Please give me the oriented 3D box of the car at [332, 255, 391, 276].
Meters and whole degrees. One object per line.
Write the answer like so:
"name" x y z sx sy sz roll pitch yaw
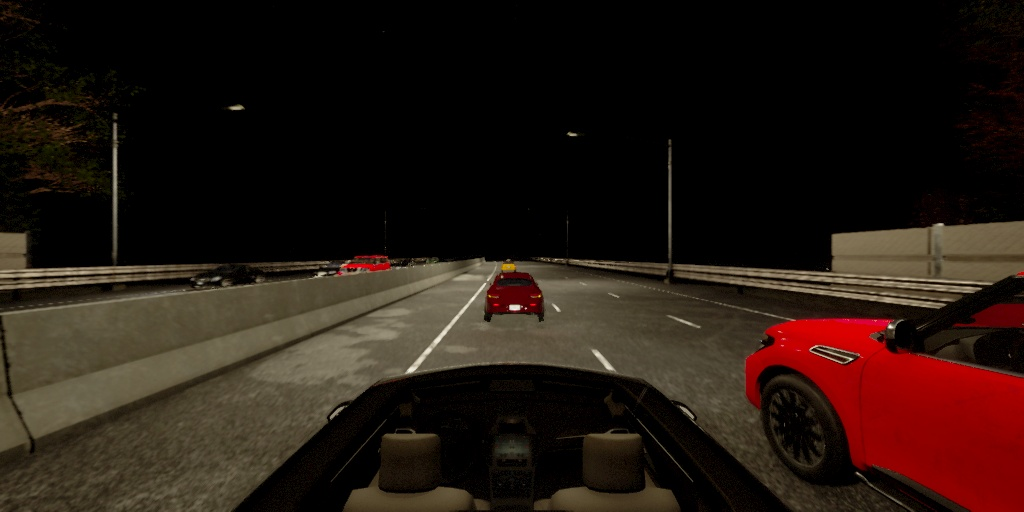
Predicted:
"car" -10.785 0.970 26.750 2.150 2.045 5.566 0 0 -1

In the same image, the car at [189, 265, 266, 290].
"car" -17.733 1.276 22.679 1.812 1.442 4.674 0 0 -1

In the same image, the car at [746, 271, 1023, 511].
"car" 3.596 0.971 1.485 2.150 2.045 5.566 0 0 0

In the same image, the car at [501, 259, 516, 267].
"car" -0.417 1.189 44.162 1.801 1.575 5.366 0 0 -1

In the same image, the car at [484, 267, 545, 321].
"car" 0.072 1.274 12.345 1.812 1.442 4.674 0 0 0

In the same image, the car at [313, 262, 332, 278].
"car" -14.323 1.237 29.356 2.128 1.511 4.902 0 0 -1

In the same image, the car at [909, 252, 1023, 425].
"car" 7.095 0.970 2.651 2.150 2.045 5.566 0 0 0
